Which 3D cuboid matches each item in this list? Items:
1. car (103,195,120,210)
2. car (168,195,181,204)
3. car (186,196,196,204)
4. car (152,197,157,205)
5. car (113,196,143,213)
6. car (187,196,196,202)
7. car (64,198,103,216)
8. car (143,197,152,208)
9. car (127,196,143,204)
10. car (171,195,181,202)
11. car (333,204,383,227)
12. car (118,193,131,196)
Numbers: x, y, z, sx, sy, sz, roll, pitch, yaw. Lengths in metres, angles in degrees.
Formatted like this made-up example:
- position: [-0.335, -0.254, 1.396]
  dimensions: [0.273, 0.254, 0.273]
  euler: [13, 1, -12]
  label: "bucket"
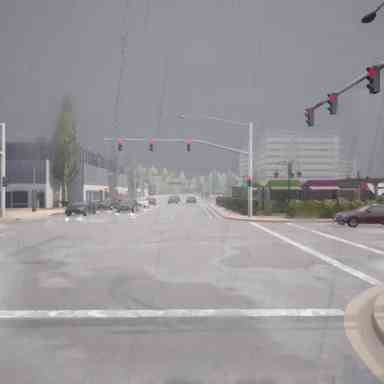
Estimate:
- position: [-10.682, 1.505, 42.091]
  dimensions: [1.837, 1.490, 4.892]
  euler: [0, 0, 0]
  label: "car"
- position: [-3.628, 1.547, 64.514]
  dimensions: [2.033, 1.411, 5.357]
  euler: [0, 0, 0]
  label: "car"
- position: [-0.128, 1.491, 64.521]
  dimensions: [2.128, 1.511, 4.902]
  euler: [0, 0, 0]
  label: "car"
- position: [-7.194, 1.564, 56.775]
  dimensions: [1.994, 1.385, 4.181]
  euler: [0, 0, 0]
  label: "car"
- position: [-7.175, 1.505, 37.629]
  dimensions: [1.837, 1.490, 4.892]
  euler: [0, 0, 0]
  label: "car"
- position: [-0.149, 1.468, 74.826]
  dimensions: [1.895, 1.301, 4.718]
  euler: [0, 0, 0]
  label: "car"
- position: [-10.664, 1.547, 32.535]
  dimensions: [2.033, 1.411, 5.357]
  euler: [0, 0, 0]
  label: "car"
- position: [-7.187, 1.526, 46.814]
  dimensions: [1.812, 1.442, 4.674]
  euler: [0, 0, 0]
  label: "car"
- position: [-10.675, 1.547, 62.774]
  dimensions: [2.033, 1.411, 5.357]
  euler: [0, 0, 1]
  label: "car"
- position: [-3.649, 1.425, 74.787]
  dimensions: [1.994, 1.385, 4.181]
  euler: [0, 0, 0]
  label: "car"
- position: [11.762, 1.526, 21.876]
  dimensions: [4.674, 1.442, 1.812]
  euler: [0, 0, 1]
  label: "car"
- position: [-10.701, 1.221, 52.077]
  dimensions: [2.150, 2.045, 5.566]
  euler: [0, 0, 0]
  label: "car"
